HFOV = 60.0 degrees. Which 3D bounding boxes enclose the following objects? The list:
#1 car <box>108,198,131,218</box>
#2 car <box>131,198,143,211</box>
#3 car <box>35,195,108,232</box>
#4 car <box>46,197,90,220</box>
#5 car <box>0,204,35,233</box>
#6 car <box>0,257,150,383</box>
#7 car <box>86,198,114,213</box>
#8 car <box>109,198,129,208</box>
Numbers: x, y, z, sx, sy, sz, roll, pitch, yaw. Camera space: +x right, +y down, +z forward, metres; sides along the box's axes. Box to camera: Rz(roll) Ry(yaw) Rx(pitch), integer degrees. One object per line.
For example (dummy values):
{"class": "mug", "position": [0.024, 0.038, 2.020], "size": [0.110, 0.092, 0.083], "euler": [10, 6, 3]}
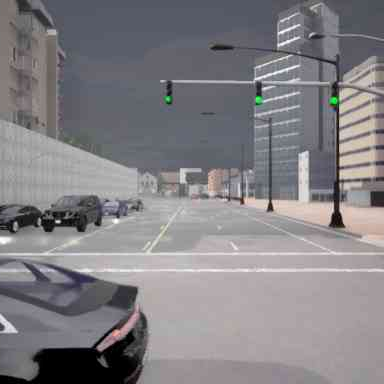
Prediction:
{"class": "car", "position": [-7.115, 1.536, 30.043], "size": [1.812, 1.442, 4.674], "euler": [0, 0, 0]}
{"class": "car", "position": [-7.112, 1.506, 40.386], "size": [2.128, 1.511, 4.902], "euler": [0, 0, 0]}
{"class": "car", "position": [-7.107, 1.229, 20.403], "size": [2.150, 2.045, 5.566], "euler": [0, 0, 0]}
{"class": "car", "position": [-10.615, 1.362, 28.838], "size": [2.097, 1.767, 4.553], "euler": [0, 0, 0]}
{"class": "car", "position": [-10.611, 1.512, 19.770], "size": [1.837, 1.490, 4.892], "euler": [0, 0, 0]}
{"class": "car", "position": [-2.915, 1.495, 3.473], "size": [4.902, 1.511, 2.128], "euler": [0, 0, 0]}
{"class": "car", "position": [-10.614, 1.519, 38.656], "size": [1.837, 1.490, 4.892], "euler": [0, 0, 0]}
{"class": "car", "position": [-10.582, 1.618, 48.716], "size": [1.895, 1.301, 4.718], "euler": [0, 0, 0]}
